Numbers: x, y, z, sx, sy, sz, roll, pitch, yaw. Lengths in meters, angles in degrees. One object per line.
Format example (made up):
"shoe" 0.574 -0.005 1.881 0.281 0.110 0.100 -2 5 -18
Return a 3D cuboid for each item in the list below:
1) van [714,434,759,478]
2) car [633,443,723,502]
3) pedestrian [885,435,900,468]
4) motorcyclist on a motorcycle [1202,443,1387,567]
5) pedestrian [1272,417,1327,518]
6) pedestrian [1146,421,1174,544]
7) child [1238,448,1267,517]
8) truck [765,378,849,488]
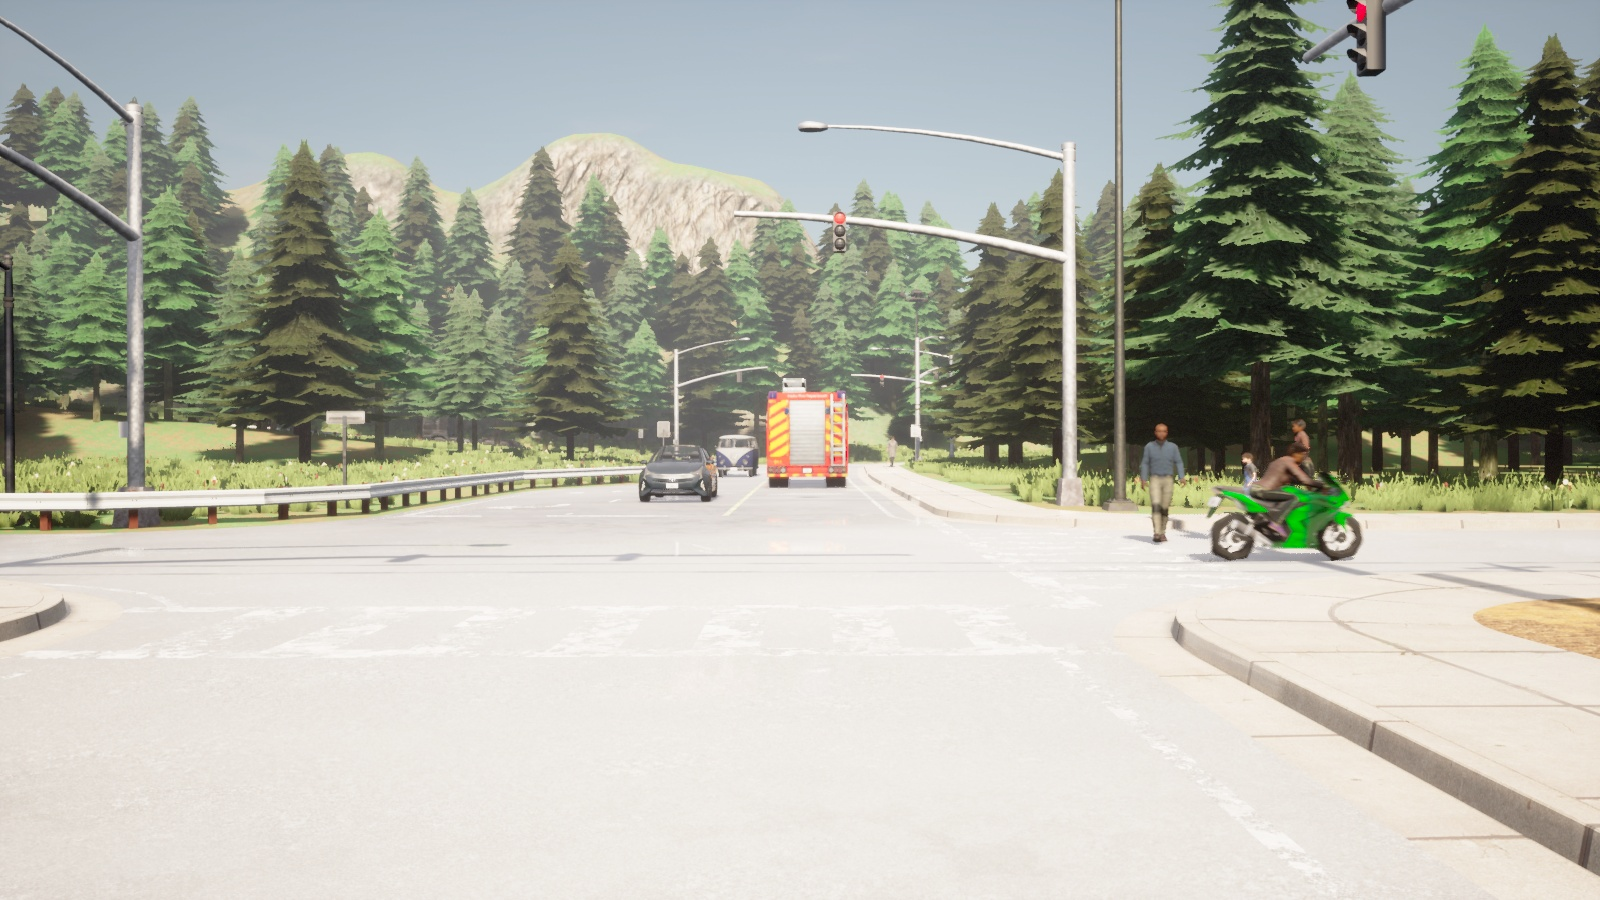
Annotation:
"van" -2.978 0.274 59.744 1.775 1.987 4.442 0 0 2
"car" -3.299 0.568 34.745 2.007 1.525 4.514 0 0 0
"pedestrian" 5.470 0.103 74.501 0.659 1.952 0.873 0 0 -13
"motorcyclist on a motorcycle" 6.285 0.680 16.036 2.044 1.523 0.797 0 1 -4
"pedestrian" 9.012 0.320 22.662 0.869 1.805 0.328 0 0 2
"pedestrian" 5.450 0.481 19.009 0.370 1.835 0.726 0 0 18
"child" 8.411 0.599 23.358 0.437 1.263 0.270 0 0 1
"truck" 0.278 -0.604 47.799 2.891 3.827 8.468 0 0 0
